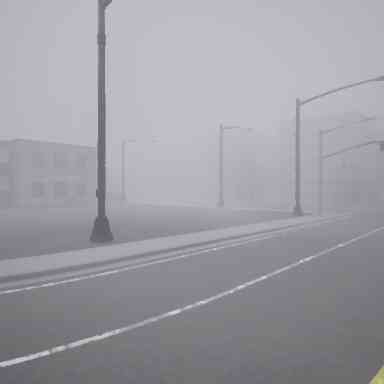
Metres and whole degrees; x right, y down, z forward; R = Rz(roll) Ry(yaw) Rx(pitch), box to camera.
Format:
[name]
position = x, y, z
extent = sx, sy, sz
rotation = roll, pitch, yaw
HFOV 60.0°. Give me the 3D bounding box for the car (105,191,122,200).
[car]
position = -15.587, 0.685, 66.659
extent = 4.553, 1.767, 2.097
rotation = 1, 1, 41
